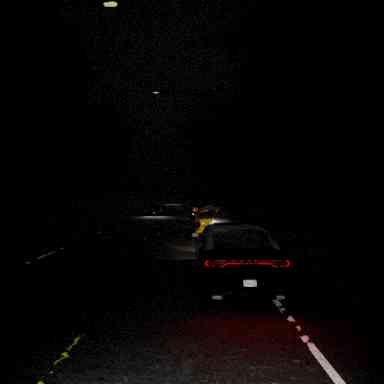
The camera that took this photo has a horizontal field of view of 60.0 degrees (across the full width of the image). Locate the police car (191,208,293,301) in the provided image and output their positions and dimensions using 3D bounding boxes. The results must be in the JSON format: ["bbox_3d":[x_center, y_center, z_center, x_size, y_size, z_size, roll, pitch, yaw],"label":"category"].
[{"bbox_3d":[1.040,1.448,8.578,1.930,1.638,5.238,0,0,0],"label":"police car"}]

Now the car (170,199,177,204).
[{"bbox_3d":[-4.692,2.387,83.928,1.895,1.301,4.718,0,-1,-2],"label":"car"}]

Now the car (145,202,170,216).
[{"bbox_3d":[-3.817,1.750,35.817,2.033,1.411,5.357,0,0,-1],"label":"car"}]

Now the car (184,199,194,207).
[{"bbox_3d":[-0.579,1.964,59.425,1.812,1.442,4.674,0,-1,-1],"label":"car"}]

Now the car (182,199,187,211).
[{"bbox_3d":[-0.308,1.780,45.340,2.128,1.511,4.902,0,-1,0],"label":"car"}]

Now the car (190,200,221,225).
[{"bbox_3d":[0.978,1.517,18.672,1.801,1.575,5.366,-1,0,0],"label":"car"}]

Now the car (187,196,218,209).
[{"bbox_3d":[0.925,1.316,24.526,2.150,2.045,5.566,-1,0,-1],"label":"car"}]
